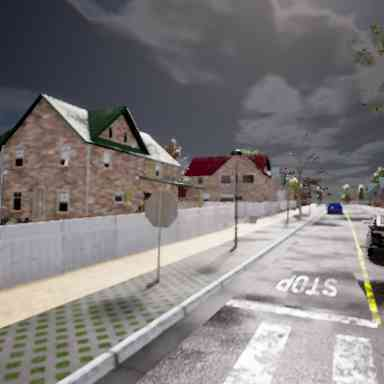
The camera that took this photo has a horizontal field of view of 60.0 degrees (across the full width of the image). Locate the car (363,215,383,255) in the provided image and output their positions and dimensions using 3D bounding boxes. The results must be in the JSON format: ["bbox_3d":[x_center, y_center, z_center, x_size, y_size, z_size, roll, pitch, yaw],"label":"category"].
[{"bbox_3d":[8.111,1.671,13.462,2.128,1.511,4.902,1,-1,28],"label":"car"}]

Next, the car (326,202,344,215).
[{"bbox_3d":[18.493,2.089,43.033,1.882,1.535,5.008,0,-1,24],"label":"car"}]
